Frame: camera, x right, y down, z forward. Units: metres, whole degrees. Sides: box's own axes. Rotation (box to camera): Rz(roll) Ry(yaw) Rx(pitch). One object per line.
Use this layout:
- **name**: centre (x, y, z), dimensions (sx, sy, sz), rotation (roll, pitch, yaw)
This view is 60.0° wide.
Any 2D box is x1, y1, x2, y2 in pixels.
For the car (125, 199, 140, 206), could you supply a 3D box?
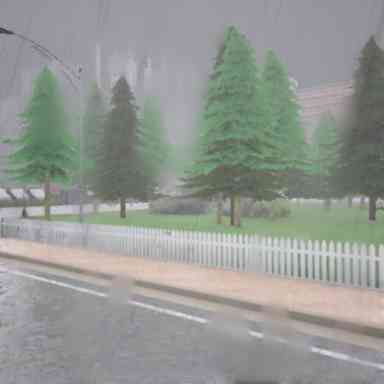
- **car**: centre (-11.765, 2.011, 67.255), dimensions (1.994, 1.385, 4.181), rotation (-1, 0, 34)

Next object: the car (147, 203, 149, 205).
- **car**: centre (-7.268, 2.038, 67.647), dimensions (2.033, 1.411, 5.357), rotation (-1, 0, 34)
